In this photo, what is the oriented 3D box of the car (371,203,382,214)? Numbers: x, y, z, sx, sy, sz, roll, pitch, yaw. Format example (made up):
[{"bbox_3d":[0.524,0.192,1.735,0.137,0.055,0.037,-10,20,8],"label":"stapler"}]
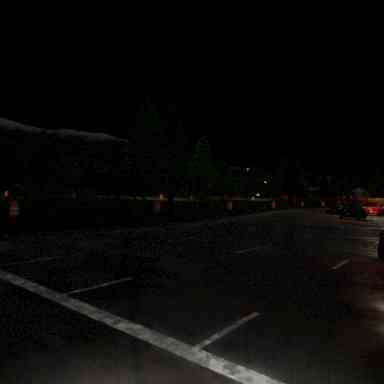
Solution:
[{"bbox_3d":[24.335,2.254,44.794,2.097,1.767,4.553,2,0,38],"label":"car"}]

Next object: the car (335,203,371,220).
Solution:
[{"bbox_3d":[17.375,2.121,35.721,1.882,1.535,5.008,2,0,38],"label":"car"}]

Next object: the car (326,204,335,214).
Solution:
[{"bbox_3d":[19.146,2.271,43.663,1.994,1.385,4.181,2,0,38],"label":"car"}]

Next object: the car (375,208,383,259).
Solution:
[{"bbox_3d":[8.926,1.683,13.233,2.097,1.767,4.553,2,0,38],"label":"car"}]

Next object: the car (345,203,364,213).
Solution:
[{"bbox_3d":[25.202,2.459,51.512,1.812,1.442,4.674,2,0,38],"label":"car"}]
